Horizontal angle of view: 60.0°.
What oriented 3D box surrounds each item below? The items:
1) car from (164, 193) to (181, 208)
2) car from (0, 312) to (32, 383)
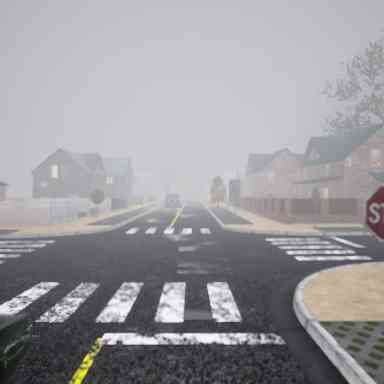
[{"bbox_3d":[-2.708,1.173,47.668,2.150,2.045,5.566,0,0,0],"label":"car"},{"bbox_3d":[-2.749,1.595,1.538,1.895,1.301,4.718,0,0,0],"label":"car"}]
